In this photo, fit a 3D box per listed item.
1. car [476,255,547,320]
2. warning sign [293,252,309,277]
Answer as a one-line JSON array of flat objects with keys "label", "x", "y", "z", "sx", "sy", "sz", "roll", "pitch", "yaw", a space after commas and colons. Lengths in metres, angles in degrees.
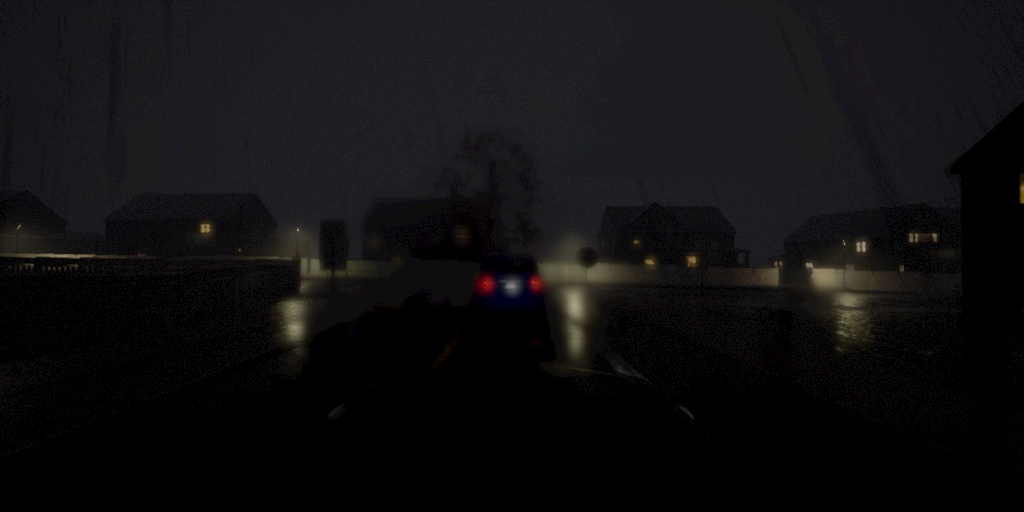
[{"label": "car", "x": -0.111, "y": 0.978, "z": 12.894, "sx": 2.150, "sy": 2.045, "sz": 5.566, "roll": 0, "pitch": 0, "yaw": -3}, {"label": "warning sign", "x": -15.836, "y": 0.638, "z": 26.536, "sx": 1.060, "sy": 1.860, "sz": 1.300, "roll": 0, "pitch": 0, "yaw": 0}]
